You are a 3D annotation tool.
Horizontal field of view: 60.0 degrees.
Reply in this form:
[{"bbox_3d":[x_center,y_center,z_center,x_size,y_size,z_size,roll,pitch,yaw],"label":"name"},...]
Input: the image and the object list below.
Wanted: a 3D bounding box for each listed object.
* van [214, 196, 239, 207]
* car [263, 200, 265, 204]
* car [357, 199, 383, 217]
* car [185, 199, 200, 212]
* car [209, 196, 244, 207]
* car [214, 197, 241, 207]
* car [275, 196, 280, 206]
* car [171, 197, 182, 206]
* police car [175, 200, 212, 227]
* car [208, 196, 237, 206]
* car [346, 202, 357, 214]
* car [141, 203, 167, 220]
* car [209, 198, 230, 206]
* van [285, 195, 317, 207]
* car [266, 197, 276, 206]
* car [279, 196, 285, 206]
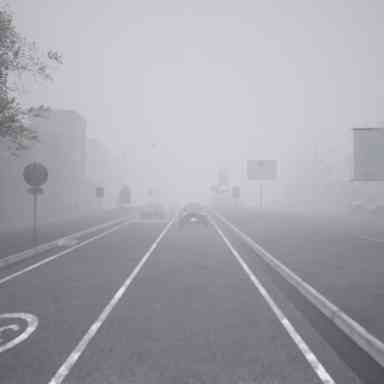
[{"bbox_3d":[6.357,1.710,62.178,4.442,1.987,1.878,0,-1,0],"label":"van"},{"bbox_3d":[18.377,1.991,72.302,5.566,2.045,2.435,0,-2,-1],"label":"car"},{"bbox_3d":[18.763,1.437,31.705,4.553,1.767,2.185,0,0,0],"label":"car"},{"bbox_3d":[0.104,1.680,42.276,1.812,1.442,4.674,0,0,0],"label":"car"},{"bbox_3d":[6.102,1.797,56.218,5.366,1.575,1.946,0,-1,0],"label":"car"},{"bbox_3d":[6.295,1.735,59.139,4.553,1.767,2.185,0,-1,0],"label":"car"},{"bbox_3d":[18.703,1.908,61.122,5.366,1.575,1.946,0,-1,0],"label":"car"},{"bbox_3d":[-3.315,1.967,71.063,2.150,2.045,5.566,0,-2,0],"label":"car"},{"bbox_3d":[0.104,1.595,23.468,2.038,1.542,4.974,0,0,0],"label":"police car"},{"bbox_3d":[6.213,1.858,68.368,5.566,2.045,2.435,0,-2,-1],"label":"car"},{"bbox_3d":[18.693,1.616,34.874,4.674,1.452,2.002,0,0,0],"label":"car"},{"bbox_3d":[-3.340,1.675,29.719,1.994,1.385,4.181,0,0,0],"label":"car"},{"bbox_3d":[6.142,2.183,74.314,4.553,1.767,2.185,0,-2,-1],"label":"car"},{"bbox_3d":[18.443,1.565,55.671,4.442,1.987,1.878,0,-1,0],"label":"van"},{"bbox_3d":[18.444,1.812,66.843,5.566,2.045,2.435,0,-2,-1],"label":"car"},{"bbox_3d":[18.723,1.846,58.462,5.366,1.575,1.946,0,-1,0],"label":"car"}]
